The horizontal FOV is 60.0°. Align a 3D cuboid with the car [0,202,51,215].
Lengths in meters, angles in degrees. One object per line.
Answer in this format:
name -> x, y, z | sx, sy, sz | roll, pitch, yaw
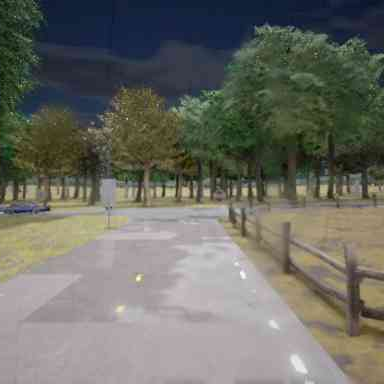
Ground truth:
car -> -19.152, 1.863, 38.274 | 5.357, 1.411, 2.033 | -1, 0, 0
